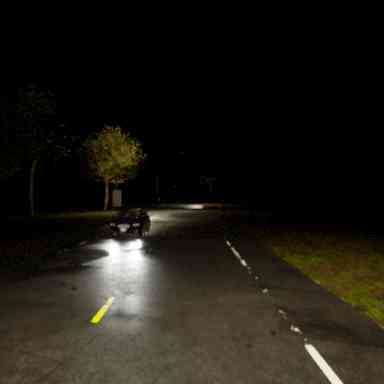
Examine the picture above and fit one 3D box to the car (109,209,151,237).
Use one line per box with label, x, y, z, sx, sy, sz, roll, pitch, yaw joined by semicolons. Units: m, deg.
car;-3.604;1.763;19.926;2.128;1.511;4.902;0;-1;0
